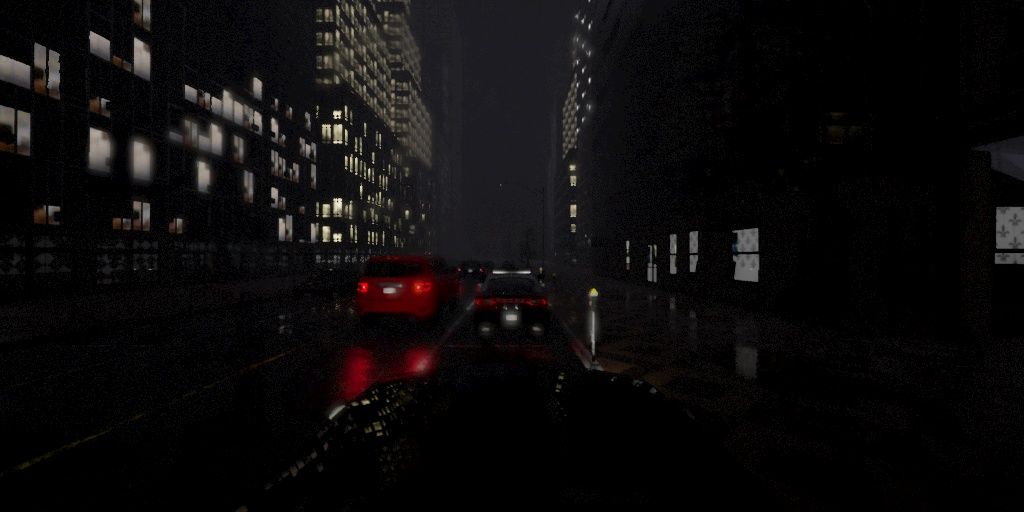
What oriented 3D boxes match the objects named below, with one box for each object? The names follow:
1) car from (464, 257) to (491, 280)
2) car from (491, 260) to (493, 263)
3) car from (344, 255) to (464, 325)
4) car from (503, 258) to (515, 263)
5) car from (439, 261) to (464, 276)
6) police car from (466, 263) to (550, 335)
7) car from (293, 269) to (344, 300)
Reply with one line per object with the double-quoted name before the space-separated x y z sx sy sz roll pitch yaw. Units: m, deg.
"car" -3.062 1.096 28.479 2.097 1.767 4.553 0 0 0
"car" -3.059 1.225 43.926 2.128 1.511 4.902 0 0 0
"car" -3.148 0.973 11.917 2.150 2.045 5.566 0 0 0
"car" -0.455 1.298 46.099 1.948 1.339 4.313 0 0 0
"car" -6.235 1.263 37.323 1.812 1.442 4.674 0 0 0
"police car" -0.012 1.174 10.609 1.930 1.638 5.238 0 0 0
"car" -8.836 1.313 17.650 1.948 1.339 4.313 0 0 0
